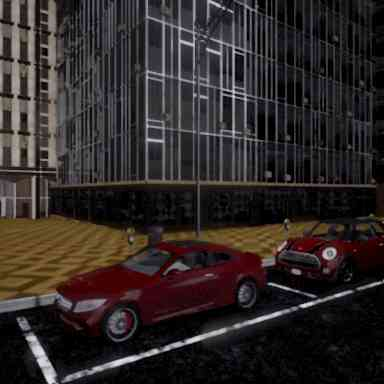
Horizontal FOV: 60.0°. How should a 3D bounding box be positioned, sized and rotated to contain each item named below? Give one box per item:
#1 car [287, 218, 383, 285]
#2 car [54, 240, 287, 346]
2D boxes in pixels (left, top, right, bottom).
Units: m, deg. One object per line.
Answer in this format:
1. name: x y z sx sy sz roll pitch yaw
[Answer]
1. car: 4.275 1.523 9.623 4.097 1.590 1.967 1 -1 -36
2. car: -0.351 1.612 6.319 4.206 1.307 1.802 1 -1 -36
